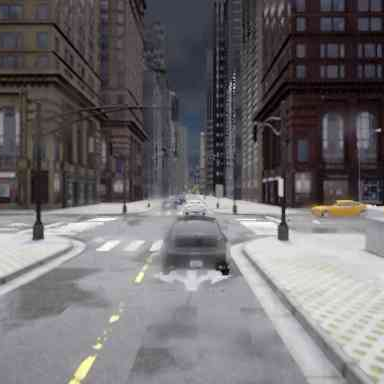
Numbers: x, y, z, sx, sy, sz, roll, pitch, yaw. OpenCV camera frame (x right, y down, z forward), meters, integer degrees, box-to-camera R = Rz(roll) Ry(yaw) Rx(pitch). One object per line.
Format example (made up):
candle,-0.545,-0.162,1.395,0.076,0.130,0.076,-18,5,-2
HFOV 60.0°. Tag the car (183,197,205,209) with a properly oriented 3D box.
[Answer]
car,0.330,1.530,33.937,1.812,1.442,4.674,0,0,1

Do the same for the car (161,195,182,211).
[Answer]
car,-2.790,1.506,41.557,2.128,1.511,4.902,0,0,1

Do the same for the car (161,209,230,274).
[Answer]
car,0.106,1.501,10.500,1.837,1.490,4.892,0,0,0

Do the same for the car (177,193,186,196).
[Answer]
car,-2.481,1.296,72.033,2.150,2.045,5.566,0,0,0

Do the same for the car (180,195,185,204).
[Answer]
car,-2.642,1.602,57.052,1.994,1.385,4.181,0,0,1

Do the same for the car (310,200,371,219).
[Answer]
car,12.909,1.485,28.948,5.008,1.535,1.882,-1,0,0
